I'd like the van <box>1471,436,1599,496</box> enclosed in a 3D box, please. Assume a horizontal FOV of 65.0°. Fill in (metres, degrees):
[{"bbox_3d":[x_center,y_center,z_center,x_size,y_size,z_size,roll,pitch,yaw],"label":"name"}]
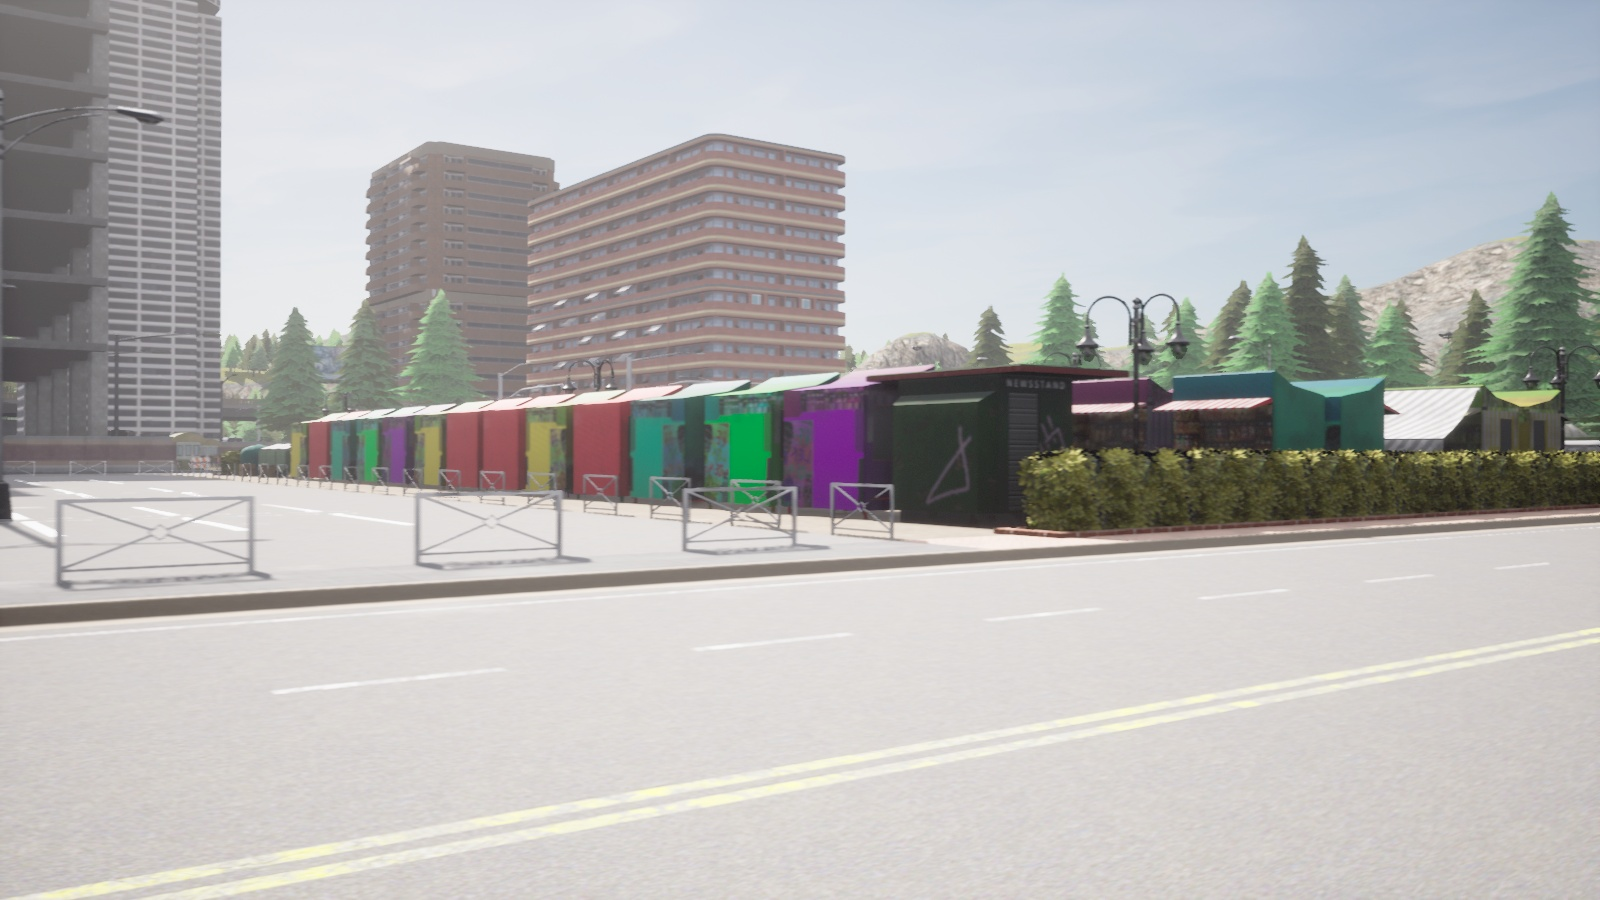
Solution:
[{"bbox_3d":[26.059,0.549,43.666,1.775,1.987,4.442,0,0,-36],"label":"van"}]
